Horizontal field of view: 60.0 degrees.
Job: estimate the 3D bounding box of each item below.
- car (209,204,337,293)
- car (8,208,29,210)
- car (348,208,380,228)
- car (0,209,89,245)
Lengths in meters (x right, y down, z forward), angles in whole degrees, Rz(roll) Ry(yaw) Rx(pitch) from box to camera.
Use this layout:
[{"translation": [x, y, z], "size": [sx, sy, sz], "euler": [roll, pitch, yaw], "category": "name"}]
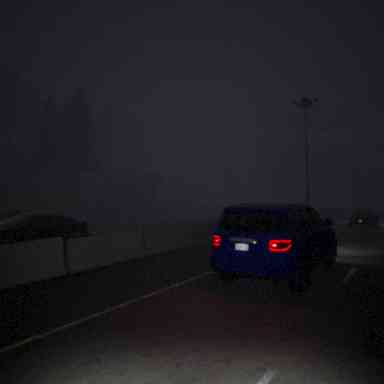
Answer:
[{"translation": [2.592, 1.345, 9.621], "size": [2.150, 2.045, 5.566], "euler": [-1, -1, 34], "category": "car"}, {"translation": [-8.848, 1.783, 18.056], "size": [1.812, 1.442, 4.674], "euler": [-1, -1, 34], "category": "car"}, {"translation": [13.480, 1.958, 26.009], "size": [1.812, 1.442, 4.674], "euler": [-1, -1, 34], "category": "car"}, {"translation": [-6.932, 1.682, 14.616], "size": [1.882, 1.535, 5.008], "euler": [-1, -1, 34], "category": "car"}]
